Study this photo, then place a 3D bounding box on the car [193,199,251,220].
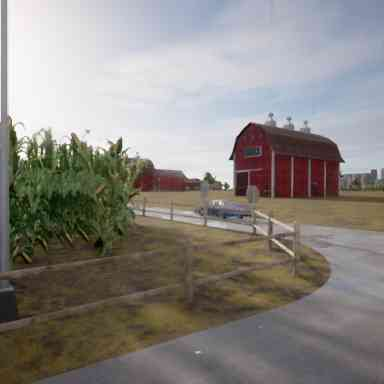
[{"bbox_3d":[2.157,1.266,25.113,2.033,1.411,5.357,1,0,-30],"label":"car"}]
